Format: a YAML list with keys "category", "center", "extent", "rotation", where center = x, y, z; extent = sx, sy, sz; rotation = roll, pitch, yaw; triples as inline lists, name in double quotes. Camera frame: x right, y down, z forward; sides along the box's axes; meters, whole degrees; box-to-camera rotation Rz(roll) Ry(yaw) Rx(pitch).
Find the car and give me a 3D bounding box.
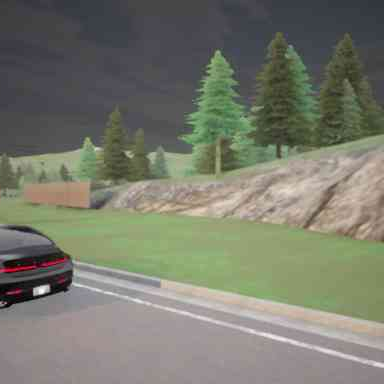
- category: "car"
  center: [-4.551, 1.466, 7.340]
  extent: [4.892, 1.490, 1.837]
  rotation: [0, 0, 38]
